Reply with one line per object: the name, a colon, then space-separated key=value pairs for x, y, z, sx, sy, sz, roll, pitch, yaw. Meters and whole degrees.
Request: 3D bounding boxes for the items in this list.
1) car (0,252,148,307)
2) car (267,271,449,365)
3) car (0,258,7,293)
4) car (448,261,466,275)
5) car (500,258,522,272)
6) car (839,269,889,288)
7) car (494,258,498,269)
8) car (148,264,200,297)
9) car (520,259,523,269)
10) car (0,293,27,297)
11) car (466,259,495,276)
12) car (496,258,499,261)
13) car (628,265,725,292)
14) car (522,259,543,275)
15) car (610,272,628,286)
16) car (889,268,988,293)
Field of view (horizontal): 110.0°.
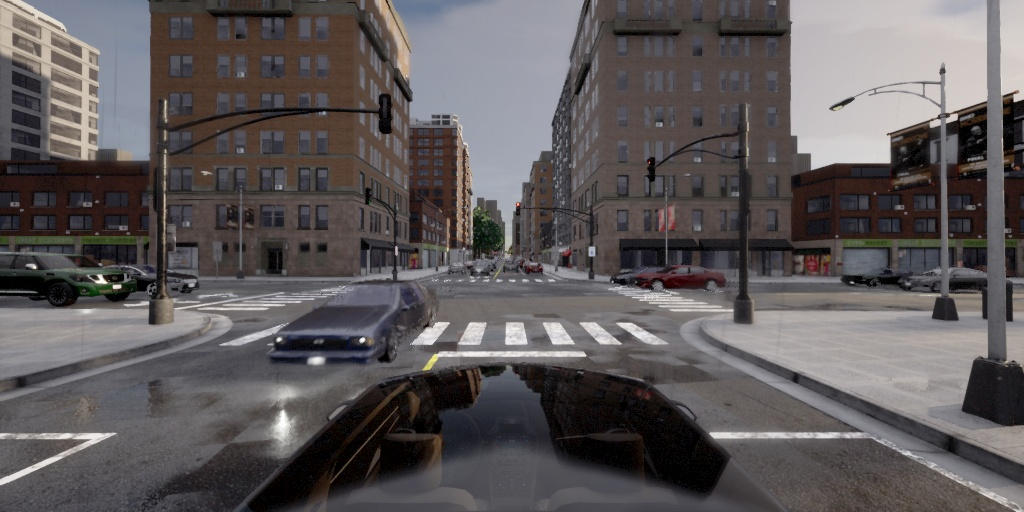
car: x=-18.469 y=0.859 z=14.268 sx=5.566 sy=2.045 sz=2.150 roll=0 pitch=0 yaw=0
car: x=-3.105 y=1.281 z=8.460 sx=2.033 sy=1.411 sz=5.357 roll=0 pitch=1 yaw=1
car: x=-28.377 y=0.978 z=17.445 sx=4.553 sy=1.767 sz=2.097 roll=0 pitch=0 yaw=-1
car: x=-6.050 y=1.329 z=39.895 sx=2.007 sy=1.370 sz=4.403 roll=0 pitch=0 yaw=-1
car: x=-0.172 y=1.282 z=45.943 sx=2.128 sy=1.511 sz=4.902 roll=0 pitch=0 yaw=0
car: x=25.480 y=1.509 z=24.541 sx=4.718 sy=1.301 sz=1.895 roll=0 pitch=0 yaw=0
car: x=-3.360 y=1.340 z=47.443 sx=2.033 sy=1.411 sz=5.357 roll=0 pitch=0 yaw=-1
car: x=-18.119 y=1.156 z=17.514 sx=4.902 sy=1.511 sz=2.128 roll=0 pitch=0 yaw=-1
car: x=2.414 y=1.354 z=45.492 sx=1.948 sy=1.339 sz=4.313 roll=0 pitch=0 yaw=-1
car: x=-5.856 y=1.190 z=1.534 sx=1.967 sy=1.591 sz=4.097 roll=0 pitch=0 yaw=0
car: x=-3.255 y=1.268 z=37.638 sx=2.128 sy=1.511 sz=4.902 roll=0 pitch=0 yaw=0
car: x=-3.467 y=1.321 z=57.823 sx=1.837 sy=1.490 sz=4.892 roll=0 pitch=0 yaw=0
car: x=9.824 y=1.288 z=21.176 sx=5.008 sy=1.535 sz=1.882 roll=0 pitch=0 yaw=0
car: x=2.475 y=1.324 z=39.985 sx=1.888 sy=1.381 sz=4.507 roll=0 pitch=0 yaw=-1
car: x=9.511 y=1.383 z=24.425 sx=5.357 sy=1.411 sz=2.033 roll=0 pitch=-1 yaw=0
car: x=25.827 y=1.409 z=21.288 sx=4.674 sy=1.442 sz=1.812 roll=0 pitch=0 yaw=0
